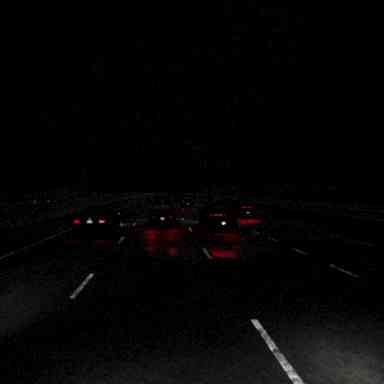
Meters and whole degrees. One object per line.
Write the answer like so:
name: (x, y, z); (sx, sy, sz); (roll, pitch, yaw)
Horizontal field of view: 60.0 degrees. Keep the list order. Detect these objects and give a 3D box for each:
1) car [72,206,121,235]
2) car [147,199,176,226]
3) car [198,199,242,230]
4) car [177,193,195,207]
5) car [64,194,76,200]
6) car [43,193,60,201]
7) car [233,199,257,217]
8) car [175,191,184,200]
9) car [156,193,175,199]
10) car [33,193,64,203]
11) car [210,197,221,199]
car: (-5.210, 1.498, 18.656); (2.033, 1.411, 5.357); (0, 0, -5)
car: (-2.067, 1.460, 22.823); (1.812, 1.442, 4.674); (0, 0, -6)
car: (1.522, 1.448, 20.885); (1.837, 1.490, 4.892); (0, 0, -5)
car: (-0.695, 1.313, 46.245); (1.812, 1.442, 4.674); (0, 1, -5)
car: (-23.220, 1.121, 62.505); (2.128, 1.511, 4.902); (0, 1, -4)
car: (-31.249, 1.074, 74.238); (2.128, 1.511, 4.902); (0, 0, -5)
car: (4.372, 1.407, 29.601); (1.837, 1.490, 4.892); (0, 1, -5)
car: (-2.591, 0.813, 67.934); (2.150, 2.045, 5.566); (0, 0, -5)
car: (-3.502, 1.189, 39.379); (2.097, 1.767, 4.553); (0, 0, -6)
car: (-17.896, 1.174, 40.953); (2.097, 1.767, 4.553); (0, 0, -5)
car: (3.103, 1.330, 44.158); (1.812, 1.442, 4.674); (0, 0, -5)
